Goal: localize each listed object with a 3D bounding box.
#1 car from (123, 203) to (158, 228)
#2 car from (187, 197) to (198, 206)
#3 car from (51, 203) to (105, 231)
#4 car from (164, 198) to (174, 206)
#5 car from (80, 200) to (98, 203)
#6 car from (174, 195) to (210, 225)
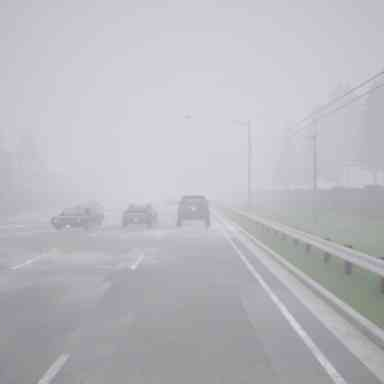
[{"bbox_3d":[-3.401,1.503,22.475,2.128,1.511,4.902,0,0,0],"label":"car"},{"bbox_3d":[0.101,1.554,56.899,1.812,1.442,4.674,0,0,0],"label":"car"},{"bbox_3d":[-6.898,1.611,20.717,1.895,1.301,4.718,0,0,0],"label":"car"},{"bbox_3d":[-3.400,1.591,54.022,1.994,1.385,4.181,0,0,0],"label":"car"},{"bbox_3d":[-10.396,1.541,33.835,1.812,1.442,4.674,0,0,0],"label":"car"},{"bbox_3d":[0.102,1.234,24.078,2.150,2.045,5.566,0,0,0],"label":"car"}]
